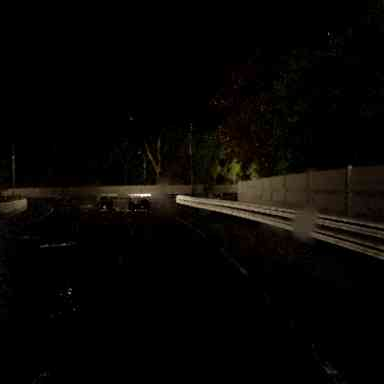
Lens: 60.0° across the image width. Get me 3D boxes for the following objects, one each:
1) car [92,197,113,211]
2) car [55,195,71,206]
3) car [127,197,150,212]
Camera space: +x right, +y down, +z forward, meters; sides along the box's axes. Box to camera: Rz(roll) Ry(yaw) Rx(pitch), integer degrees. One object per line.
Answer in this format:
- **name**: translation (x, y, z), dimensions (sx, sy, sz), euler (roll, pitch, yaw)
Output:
- **car**: translation (-9.864, 1.287, 36.683), dimensions (1.837, 1.490, 4.892), euler (0, 0, -20)
- **car**: translation (-18.903, 1.286, 48.781), dimensions (1.837, 1.490, 4.892), euler (0, 0, -27)
- **car**: translation (-5.685, 1.237, 35.206), dimensions (2.128, 1.511, 4.902), euler (-1, 1, -18)
